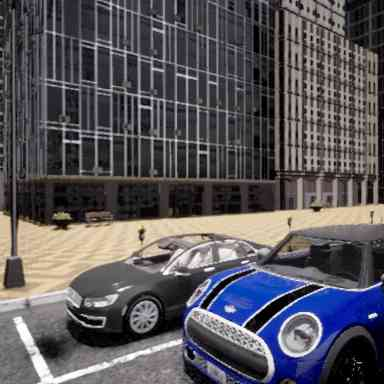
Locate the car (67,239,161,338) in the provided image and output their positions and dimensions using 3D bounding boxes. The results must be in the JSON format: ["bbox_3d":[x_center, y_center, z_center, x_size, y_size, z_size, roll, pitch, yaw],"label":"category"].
[{"bbox_3d":[-0.109,1.530,6.481,4.403,1.369,2.008,0,0,-35],"label":"car"}]

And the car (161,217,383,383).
[{"bbox_3d":[2.086,1.326,4.865,4.553,1.767,2.097,0,0,-35],"label":"car"}]
